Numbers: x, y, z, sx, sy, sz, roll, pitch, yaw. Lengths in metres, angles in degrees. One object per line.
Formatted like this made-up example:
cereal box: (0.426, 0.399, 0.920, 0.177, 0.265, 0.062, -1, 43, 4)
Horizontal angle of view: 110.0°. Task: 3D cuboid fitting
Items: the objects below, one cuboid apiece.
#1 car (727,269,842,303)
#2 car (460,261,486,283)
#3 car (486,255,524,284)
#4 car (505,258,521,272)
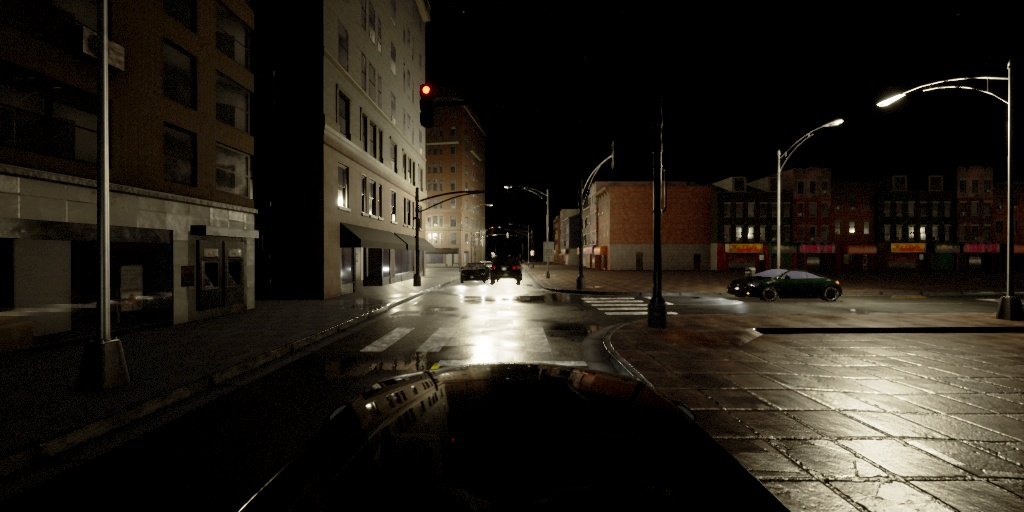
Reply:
car: (12.042, 1.261, 16.012, 4.181, 1.385, 1.994, 0, 0, 0)
car: (-2.838, 1.231, 27.929, 1.882, 1.535, 5.008, 0, 0, 0)
car: (-0.321, 0.975, 27.184, 2.150, 2.045, 5.566, 0, 0, 4)
car: (0.086, 1.117, 48.582, 2.097, 1.767, 4.553, 0, 0, 0)
